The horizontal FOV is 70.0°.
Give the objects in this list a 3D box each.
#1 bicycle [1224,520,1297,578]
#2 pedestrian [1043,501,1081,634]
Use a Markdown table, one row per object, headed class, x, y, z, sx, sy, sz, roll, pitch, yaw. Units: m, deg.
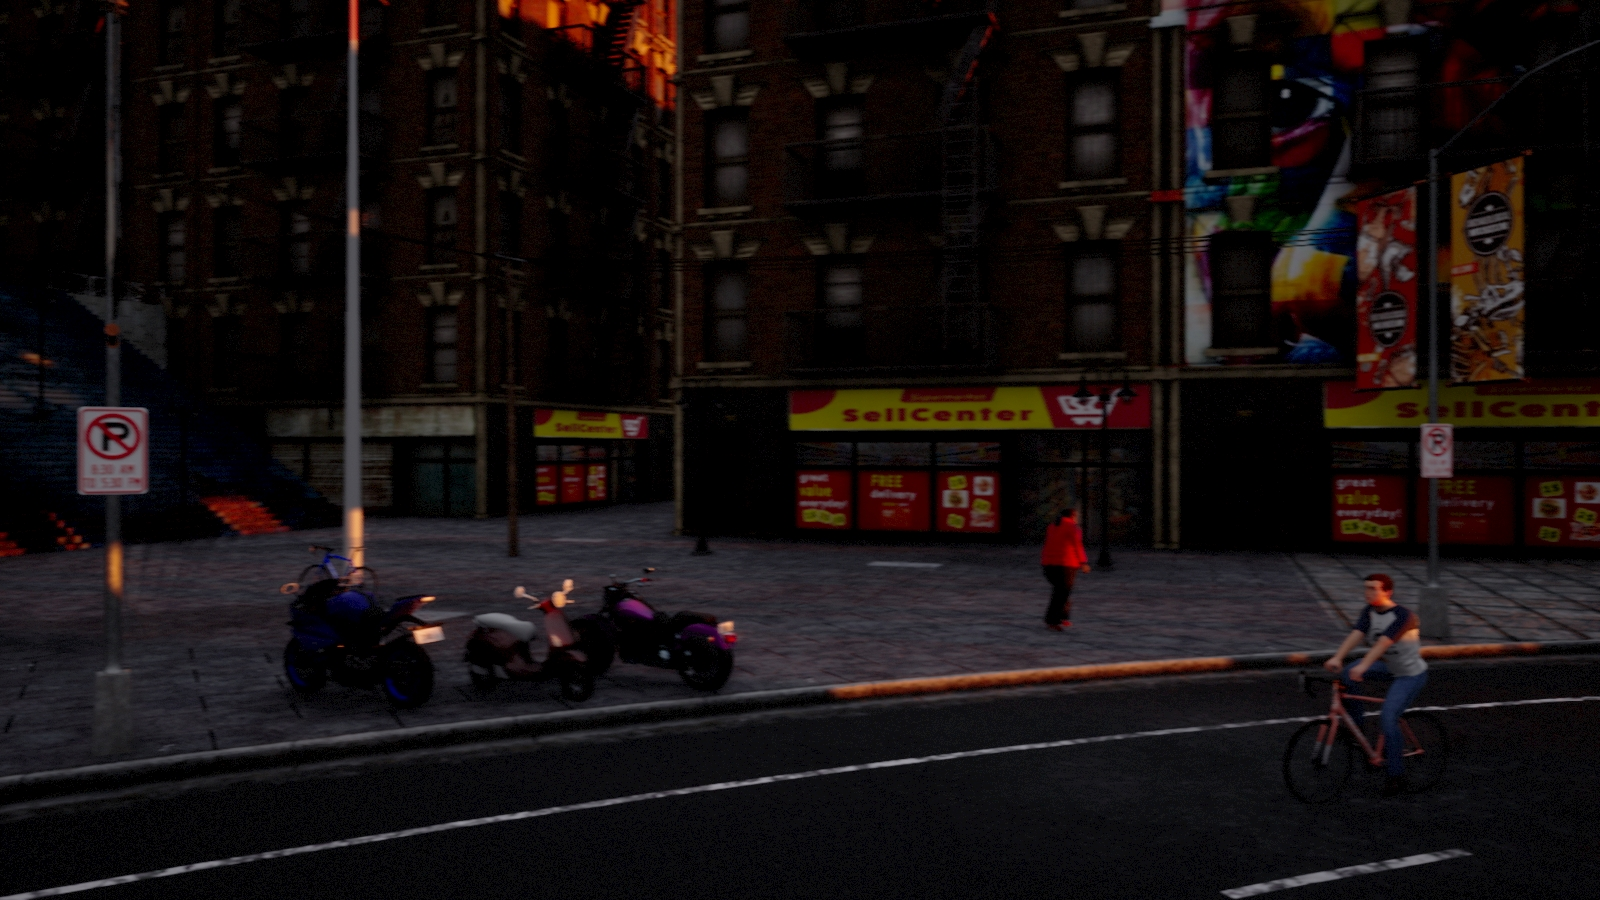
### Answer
| class | x | y | z | sx | sy | sz | roll | pitch | yaw |
| --- | --- | --- | --- | --- | --- | --- | --- | --- | --- |
| bicycle | 10.211 | 2.183 | 25.326 | 1.643 | 1.196 | 0.373 | 0 | 0 | -17 |
| pedestrian | 3.780 | 1.679 | 16.485 | 0.375 | 1.860 | 0.375 | 0 | 0 | -28 |
